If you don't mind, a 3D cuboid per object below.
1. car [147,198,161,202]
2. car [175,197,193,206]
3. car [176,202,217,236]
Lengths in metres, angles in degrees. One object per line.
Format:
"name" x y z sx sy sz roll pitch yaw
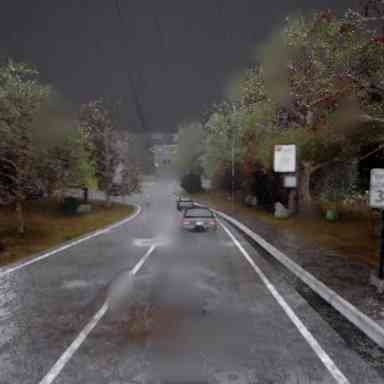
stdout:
"car" -4.738 0.977 41.094 2.033 1.411 5.357 -1 2 -9
"car" -0.878 1.341 38.637 2.128 1.511 4.902 -1 1 -7
"car" 0.334 1.509 18.038 2.033 1.411 5.357 0 0 0
